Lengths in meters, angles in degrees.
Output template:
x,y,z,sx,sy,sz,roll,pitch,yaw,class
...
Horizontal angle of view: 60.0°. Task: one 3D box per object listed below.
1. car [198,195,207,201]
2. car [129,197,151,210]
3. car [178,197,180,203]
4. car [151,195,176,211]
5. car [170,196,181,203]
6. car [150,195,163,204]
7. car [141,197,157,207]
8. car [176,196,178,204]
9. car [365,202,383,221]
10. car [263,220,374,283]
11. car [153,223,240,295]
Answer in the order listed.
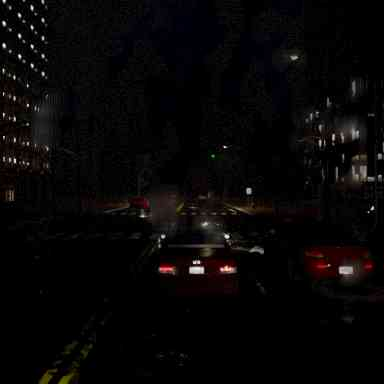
x,y,z,sx,sy,sz,roll,pitch,yaw,class
2.529,1.391,82.793,1.812,1.442,4.674,0,0,-4,car
-6.657,1.441,42.187,1.882,1.535,5.008,0,0,0,car
-3.418,1.421,59.077,2.128,1.511,4.902,0,0,0,car
-3.402,1.319,40.565,2.097,1.767,4.553,0,0,0,car
-3.433,1.471,69.111,1.994,1.385,4.181,0,0,-1,car
-6.674,1.427,62.472,1.837,1.490,4.892,0,0,0,car
-6.670,1.470,52.107,1.812,1.442,4.674,0,0,0,car
-3.413,1.455,49.457,1.837,1.490,4.892,0,0,0,car
16.986,1.279,26.653,5.566,2.045,2.150,0,0,3,car
3.337,1.522,9.510,1.812,1.442,4.674,0,0,0,car
0.088,1.544,8.879,2.033,1.411,5.357,0,0,0,car
